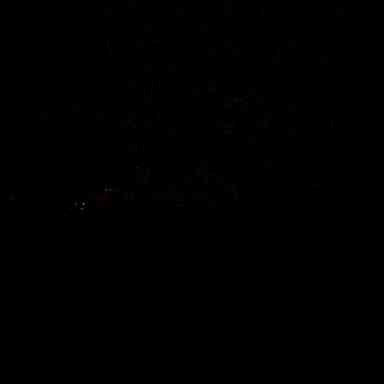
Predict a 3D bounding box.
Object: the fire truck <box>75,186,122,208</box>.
[{"bbox_3d":[-16.613,0.857,59.791,2.891,3.827,8.468,1,0,35],"label":"fire truck"}]
